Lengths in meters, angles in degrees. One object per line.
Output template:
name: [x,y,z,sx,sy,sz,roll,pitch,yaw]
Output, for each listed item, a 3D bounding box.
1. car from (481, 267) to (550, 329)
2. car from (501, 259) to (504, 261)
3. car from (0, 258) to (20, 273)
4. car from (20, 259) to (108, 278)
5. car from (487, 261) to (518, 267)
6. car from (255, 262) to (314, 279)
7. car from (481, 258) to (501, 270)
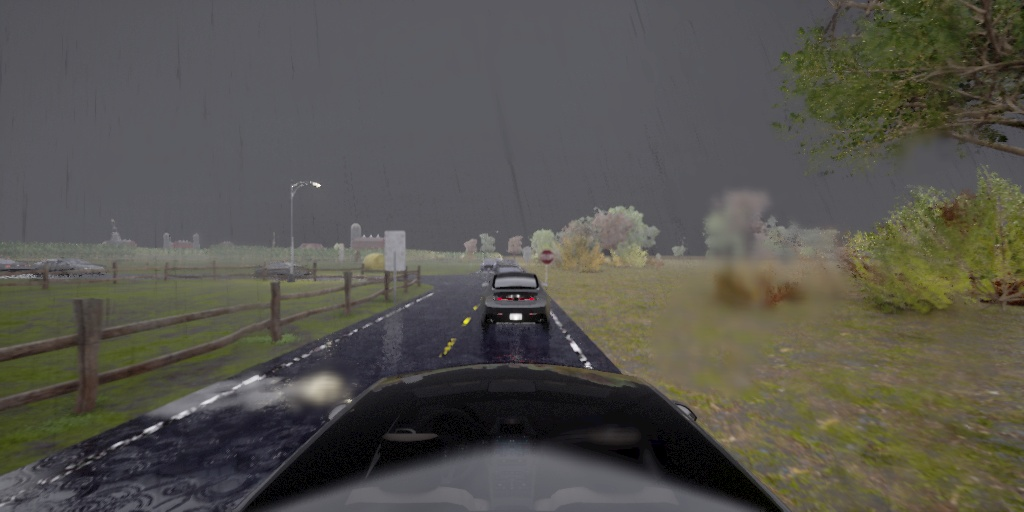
car: [0.094,1.234,11.126,1.837,1.490,4.892,0,0,0]
car: [-2.821,1.217,64.263,2.033,1.411,5.357,0,0,0]
car: [-46.574,0.914,31.948,5.357,1.411,2.033,0,1,0]
car: [-35.946,0.969,29.178,4.902,1.511,2.128,0,1,-1]
car: [-0.293,1.258,21.904,2.033,1.411,5.357,0,0,-6]
car: [-18.464,1.162,29.366,4.181,1.385,1.994,0,1,0]
car: [-2.873,1.033,46.689,2.097,1.767,4.553,0,0,0]
